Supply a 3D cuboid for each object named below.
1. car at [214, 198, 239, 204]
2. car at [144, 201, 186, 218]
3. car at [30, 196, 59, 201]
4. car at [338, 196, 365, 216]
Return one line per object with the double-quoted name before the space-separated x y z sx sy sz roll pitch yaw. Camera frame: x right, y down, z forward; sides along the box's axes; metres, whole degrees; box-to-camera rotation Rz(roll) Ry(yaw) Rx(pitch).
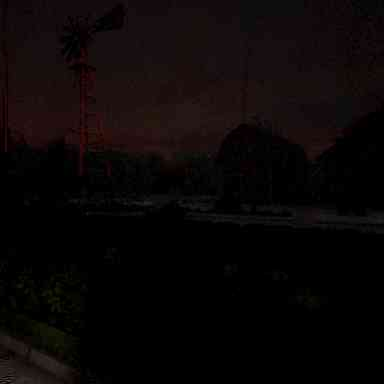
"car" 4.168 1.504 39.578 1.816 1.474 4.193 0 0 35
"car" -2.255 1.519 28.368 1.784 1.438 3.905 0 0 35
"car" -21.924 1.349 50.073 2.097 1.767 4.553 0 0 38
"car" 15.524 1.313 32.289 1.905 1.878 3.866 0 0 35
